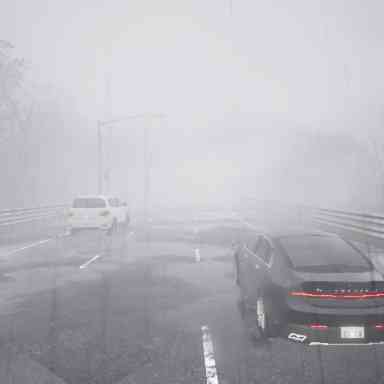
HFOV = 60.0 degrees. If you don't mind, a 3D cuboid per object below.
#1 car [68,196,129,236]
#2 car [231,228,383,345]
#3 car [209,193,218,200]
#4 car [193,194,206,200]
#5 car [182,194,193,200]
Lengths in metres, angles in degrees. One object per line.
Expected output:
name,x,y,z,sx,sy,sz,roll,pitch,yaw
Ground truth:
car,-5.022,1.220,18.571,2.150,2.045,5.566,0,0,1
car,1.966,1.475,6.519,1.837,1.490,4.892,-1,0,0
car,5.526,1.173,86.346,2.097,1.767,4.553,0,0,6
car,1.974,1.441,85.916,1.895,1.301,4.718,0,0,6
car,-1.554,1.414,85.777,2.033,1.411,5.357,0,0,6
